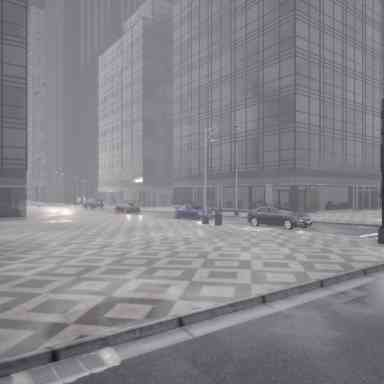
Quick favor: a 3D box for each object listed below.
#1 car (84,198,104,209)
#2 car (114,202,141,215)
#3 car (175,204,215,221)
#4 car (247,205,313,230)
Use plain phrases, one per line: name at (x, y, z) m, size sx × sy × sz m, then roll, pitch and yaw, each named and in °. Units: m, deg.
car at (-18.293, 2.148, 61.869) m, size 2.150 × 2.045 × 5.566 m, roll 0°, pitch -1°, yaw -37°
car at (-8.329, 2.065, 42.695) m, size 1.882 × 1.535 × 5.008 m, roll 0°, pitch -1°, yaw -36°
car at (0.132, 1.891, 31.003) m, size 1.812 × 1.442 × 4.674 m, roll 0°, pitch -1°, yaw -36°
car at (5.951, 1.717, 22.962) m, size 1.837 × 1.490 × 4.892 m, roll 0°, pitch -1°, yaw -36°
